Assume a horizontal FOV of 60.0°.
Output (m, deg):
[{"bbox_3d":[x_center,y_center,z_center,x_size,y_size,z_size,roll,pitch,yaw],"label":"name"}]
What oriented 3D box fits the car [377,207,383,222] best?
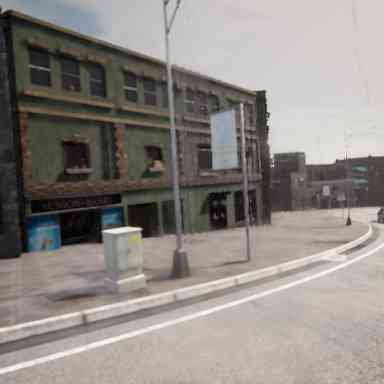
[{"bbox_3d":[18.991,2.149,31.647,1.837,1.490,4.892,-3,-3,19],"label":"car"}]
